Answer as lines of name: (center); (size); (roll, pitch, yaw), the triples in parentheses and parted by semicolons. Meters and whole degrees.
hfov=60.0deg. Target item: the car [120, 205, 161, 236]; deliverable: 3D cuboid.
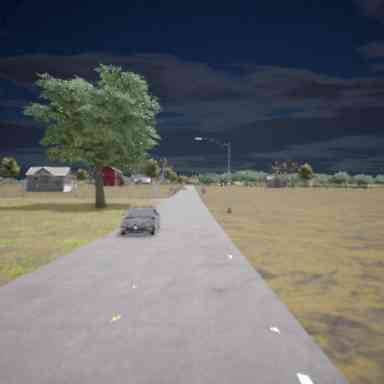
car: (-2.851, 1.577, 19.221); (1.837, 1.490, 4.892); (0, 0, 0)
